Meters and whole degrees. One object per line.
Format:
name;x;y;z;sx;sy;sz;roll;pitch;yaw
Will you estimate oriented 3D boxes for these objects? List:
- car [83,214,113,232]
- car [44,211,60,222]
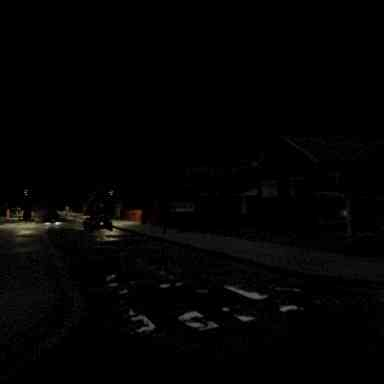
car;-8.377;2.678;29.432;1.994;1.385;4.181;0;-2;-26
car;-18.938;3.295;44.953;2.033;1.411;5.357;0;-2;-26
